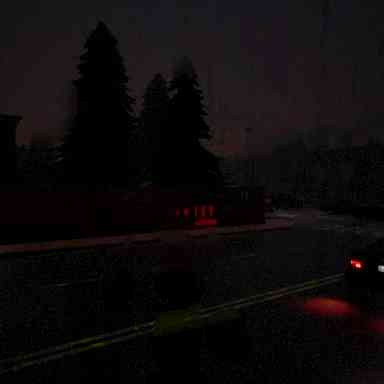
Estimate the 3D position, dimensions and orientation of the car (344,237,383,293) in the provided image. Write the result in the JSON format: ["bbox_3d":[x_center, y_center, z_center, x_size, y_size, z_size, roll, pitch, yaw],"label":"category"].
[{"bbox_3d":[5.788,1.547,7.900,5.357,1.411,2.033,0,0,-35],"label":"car"}]

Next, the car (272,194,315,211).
[{"bbox_3d":[11.991,1.220,40.254,2.150,2.045,5.566,0,0,-35],"label":"car"}]

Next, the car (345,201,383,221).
[{"bbox_3d":[14.343,1.601,24.757,1.895,1.301,4.718,0,0,-35],"label":"car"}]

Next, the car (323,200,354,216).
[{"bbox_3d":[14.566,1.477,30.519,1.882,1.535,5.008,0,0,-35],"label":"car"}]

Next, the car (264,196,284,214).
[{"bbox_3d":[6.862,1.491,35.373,2.128,1.511,4.902,0,0,-35],"label":"car"}]
